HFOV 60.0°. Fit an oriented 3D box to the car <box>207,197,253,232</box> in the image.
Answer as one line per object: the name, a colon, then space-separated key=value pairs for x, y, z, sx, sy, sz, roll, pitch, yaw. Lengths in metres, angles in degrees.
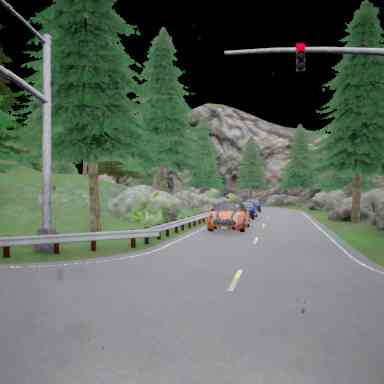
car: x=2.326 y=1.383 z=20.314 sx=2.097 sy=1.767 sz=4.553 roll=0 pitch=0 yaw=15

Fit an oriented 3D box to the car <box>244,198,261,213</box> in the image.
car: x=7.061 y=1.536 z=39.035 sx=1.882 sy=1.535 sz=5.008 roll=0 pitch=0 yaw=9

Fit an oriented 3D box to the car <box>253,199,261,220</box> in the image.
car: x=4.675 y=1.522 z=29.143 sx=1.882 sy=1.535 sz=5.008 roll=0 pitch=0 yaw=15
